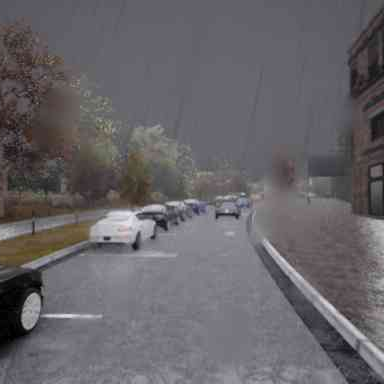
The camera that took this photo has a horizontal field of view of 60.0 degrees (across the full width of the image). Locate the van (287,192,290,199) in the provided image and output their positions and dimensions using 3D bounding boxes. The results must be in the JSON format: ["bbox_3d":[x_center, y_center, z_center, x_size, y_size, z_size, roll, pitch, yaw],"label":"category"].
[{"bbox_3d":[24.463,0.949,87.592,1.878,1.987,4.442,-3,-1,33],"label":"van"}]

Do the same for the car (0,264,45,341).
[{"bbox_3d":[-3.550,1.458,3.698,2.097,1.535,5.008,1,1,4],"label":"car"}]

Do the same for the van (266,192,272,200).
[{"bbox_3d":[15.559,0.959,73.393,1.878,1.987,4.442,-4,-1,27],"label":"van"}]

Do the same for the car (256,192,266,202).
[{"bbox_3d":[12.991,1.194,68.510,1.946,1.575,5.366,-4,-1,28],"label":"car"}]

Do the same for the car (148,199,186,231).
[{"bbox_3d":[-2.036,1.437,20.393,2.097,1.535,5.008,-1,1,9],"label":"car"}]

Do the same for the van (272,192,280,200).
[{"bbox_3d":[18.369,0.950,78.231,1.878,1.987,4.442,-3,-1,32],"label":"van"}]

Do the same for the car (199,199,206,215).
[{"bbox_3d":[0.087,1.367,32.238,2.097,1.535,5.008,-1,0,13],"label":"car"}]

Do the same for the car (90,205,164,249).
[{"bbox_3d":[-2.790,1.494,14.205,2.002,1.452,4.674,-1,0,7],"label":"car"}]

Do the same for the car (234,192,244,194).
[{"bbox_3d":[6.171,1.275,52.984,2.231,1.521,4.892,-4,-1,20],"label":"car"}]

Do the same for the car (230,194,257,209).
[{"bbox_3d":[6.703,1.344,42.589,2.033,1.411,5.357,-1,0,17],"label":"car"}]

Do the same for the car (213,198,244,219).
[{"bbox_3d":[3.080,1.437,28.005,1.994,1.385,4.181,0,0,11],"label":"car"}]

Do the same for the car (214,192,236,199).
[{"bbox_3d":[4.302,1.303,47.714,2.231,1.521,4.892,-4,-1,20],"label":"car"}]

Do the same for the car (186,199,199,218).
[{"bbox_3d":[-1.162,1.398,26.035,2.231,1.521,4.892,-1,1,11],"label":"car"}]

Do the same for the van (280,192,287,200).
[{"bbox_3d":[21.343,0.947,82.966,1.878,1.987,4.442,-3,-1,32],"label":"van"}]
